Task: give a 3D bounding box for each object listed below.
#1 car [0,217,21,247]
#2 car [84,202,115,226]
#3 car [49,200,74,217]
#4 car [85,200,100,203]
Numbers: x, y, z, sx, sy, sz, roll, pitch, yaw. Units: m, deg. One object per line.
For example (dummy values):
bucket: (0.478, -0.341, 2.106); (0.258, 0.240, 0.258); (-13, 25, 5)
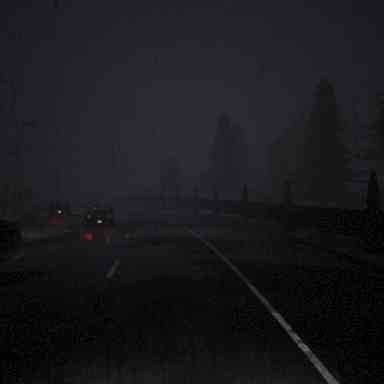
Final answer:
car: (-7.928, 1.497, 12.114); (2.128, 1.511, 4.902); (0, 0, -7)
car: (-6.408, 1.589, 23.361); (1.895, 1.301, 4.718); (0, 0, -13)
car: (-12.479, 1.499, 31.704); (1.837, 1.490, 4.892); (0, 0, -19)
car: (-11.941, 1.584, 40.181); (1.895, 1.301, 4.718); (0, 0, -23)
